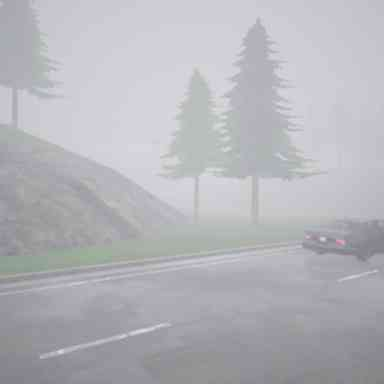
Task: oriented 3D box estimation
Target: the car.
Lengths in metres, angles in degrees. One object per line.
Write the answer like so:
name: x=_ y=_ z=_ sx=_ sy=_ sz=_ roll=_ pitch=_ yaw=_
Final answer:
car: x=6.513 y=1.687 z=12.801 sx=5.357 sy=1.411 sz=2.033 roll=1 pitch=0 yaw=-35
